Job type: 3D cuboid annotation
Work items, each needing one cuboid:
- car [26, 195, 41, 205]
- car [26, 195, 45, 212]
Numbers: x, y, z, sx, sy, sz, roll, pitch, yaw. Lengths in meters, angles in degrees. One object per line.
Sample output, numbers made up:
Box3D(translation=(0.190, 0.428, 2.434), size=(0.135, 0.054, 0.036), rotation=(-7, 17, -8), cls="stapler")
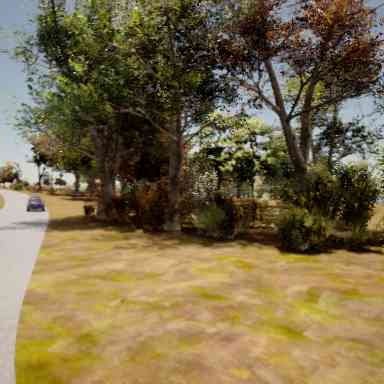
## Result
Box3D(translation=(-26.581, 1.286, 55.712), size=(1.837, 1.490, 4.892), rotation=(0, 2, -29), cls="car")
Box3D(translation=(-20.305, 1.513, 43.224), size=(2.097, 1.767, 4.553), rotation=(0, 1, -25), cls="car")
